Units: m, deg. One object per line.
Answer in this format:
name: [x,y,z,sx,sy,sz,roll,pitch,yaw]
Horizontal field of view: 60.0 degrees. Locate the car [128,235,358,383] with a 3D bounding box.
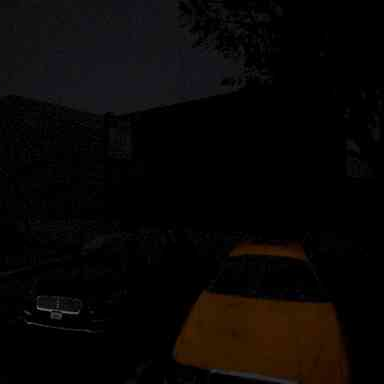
car: [1.153,1.480,5.049,1.946,1.575,5.366,1,-1,16]

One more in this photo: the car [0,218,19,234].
car: [-8.558,1.528,12.212,2.002,1.452,4.674,1,-1,16]

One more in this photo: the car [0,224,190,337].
car: [-1.236,1.487,6.978,2.231,1.521,4.892,1,-1,16]
